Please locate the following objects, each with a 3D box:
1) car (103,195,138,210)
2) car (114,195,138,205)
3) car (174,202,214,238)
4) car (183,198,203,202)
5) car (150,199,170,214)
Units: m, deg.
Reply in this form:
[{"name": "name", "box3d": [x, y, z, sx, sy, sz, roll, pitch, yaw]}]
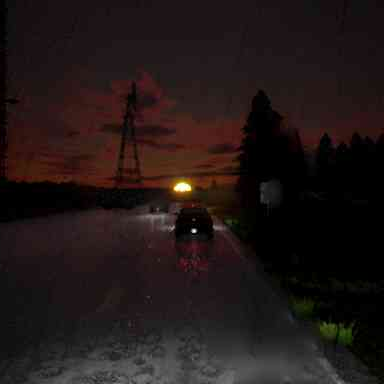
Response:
[{"name": "car", "box3d": [-9.556, 1.533, 43.678, 3.988, 1.617, 1.851, 0, 0, -1]}, {"name": "car", "box3d": [-11.916, 1.427, 60.524, 3.866, 1.878, 1.905, 0, 0, -31]}, {"name": "car", "box3d": [0.095, 1.525, 17.673, 1.837, 1.490, 4.892, 0, 0, 0]}, {"name": "car", "box3d": [0.089, 1.393, 35.485, 2.097, 1.767, 4.553, 0, 0, 0]}, {"name": "car", "box3d": [-3.518, 1.535, 36.690, 2.128, 1.511, 4.902, 0, 0, 0]}]
